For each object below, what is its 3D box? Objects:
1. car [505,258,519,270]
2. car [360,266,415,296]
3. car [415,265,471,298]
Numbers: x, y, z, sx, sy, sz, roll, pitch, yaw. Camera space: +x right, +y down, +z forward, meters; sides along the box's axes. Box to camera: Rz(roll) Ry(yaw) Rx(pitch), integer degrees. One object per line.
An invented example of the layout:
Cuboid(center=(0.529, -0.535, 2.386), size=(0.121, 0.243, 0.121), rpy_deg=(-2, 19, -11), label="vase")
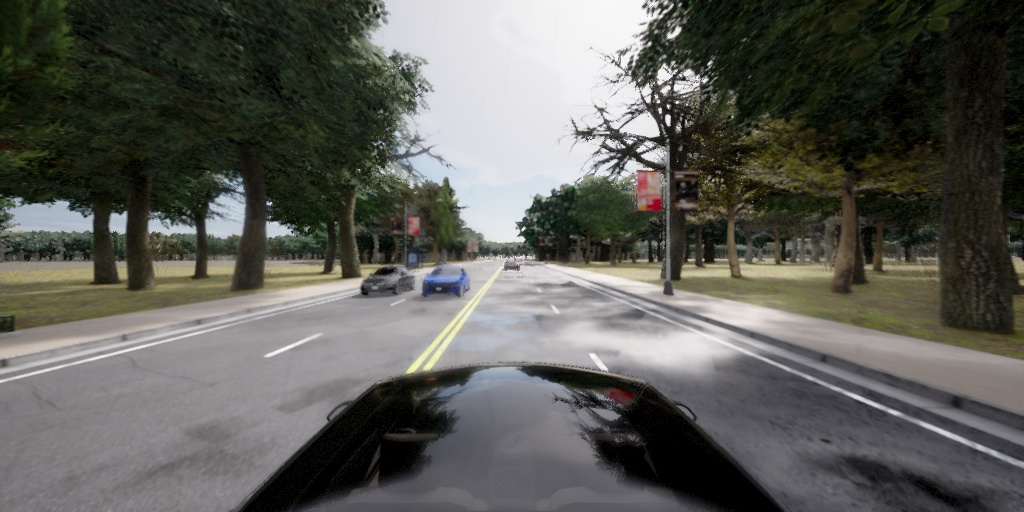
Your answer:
Cuboid(center=(-0.040, 1.293, 51.017), size=(1.994, 1.385, 4.181), rpy_deg=(0, 0, 0), label="car")
Cuboid(center=(-6.533, 1.273, 19.455), size=(1.812, 1.442, 4.674), rpy_deg=(0, 0, 0), label="car")
Cuboid(center=(-3.290, 1.225, 18.685), size=(1.882, 1.535, 5.008), rpy_deg=(0, 0, 0), label="car")
